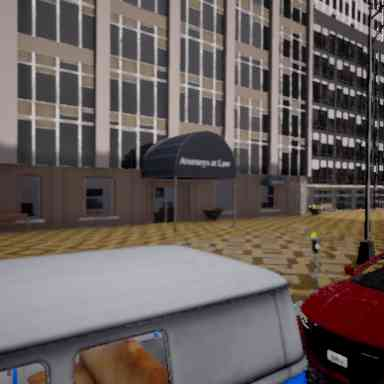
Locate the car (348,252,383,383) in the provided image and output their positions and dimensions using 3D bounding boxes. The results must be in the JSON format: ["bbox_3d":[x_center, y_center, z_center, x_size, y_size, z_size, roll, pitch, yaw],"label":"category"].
[{"bbox_3d":[3.395,1.517,4.767,4.507,1.381,1.887,0,1,-34],"label":"car"}]

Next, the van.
[{"bbox_3d":[-1.176,1.303,1.668,3.998,1.788,1.690,0,1,-34],"label":"van"}]
